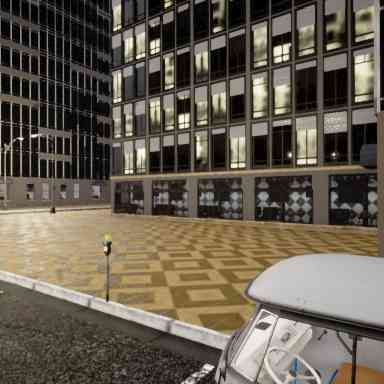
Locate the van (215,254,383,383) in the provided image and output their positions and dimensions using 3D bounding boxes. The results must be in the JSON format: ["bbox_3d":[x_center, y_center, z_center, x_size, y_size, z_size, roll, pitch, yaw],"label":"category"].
[{"bbox_3d":[1.933,1.341,1.500,3.998,1.788,1.690,0,0,35],"label":"van"}]
